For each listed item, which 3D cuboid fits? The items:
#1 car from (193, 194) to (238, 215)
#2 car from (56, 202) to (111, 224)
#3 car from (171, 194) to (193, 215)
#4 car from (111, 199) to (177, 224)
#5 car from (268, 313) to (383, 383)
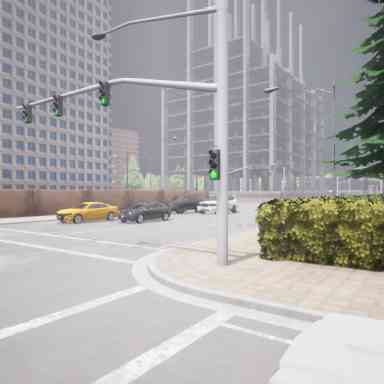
[{"bbox_3d":[2.809,1.276,34.849,2.150,2.045,5.566,0,0,36],"label":"car"},{"bbox_3d":[-7.993,1.533,25.743,1.882,1.535,5.008,0,0,35],"label":"car"},{"bbox_3d":[-1.037,1.275,35.497,2.150,2.045,5.566,0,0,36],"label":"car"},{"bbox_3d":[-3.605,1.560,25.872,1.837,1.490,4.892,0,0,35],"label":"car"},{"bbox_3d":[2.828,1.601,1.951,4.718,1.301,1.895,0,0,36],"label":"car"}]
